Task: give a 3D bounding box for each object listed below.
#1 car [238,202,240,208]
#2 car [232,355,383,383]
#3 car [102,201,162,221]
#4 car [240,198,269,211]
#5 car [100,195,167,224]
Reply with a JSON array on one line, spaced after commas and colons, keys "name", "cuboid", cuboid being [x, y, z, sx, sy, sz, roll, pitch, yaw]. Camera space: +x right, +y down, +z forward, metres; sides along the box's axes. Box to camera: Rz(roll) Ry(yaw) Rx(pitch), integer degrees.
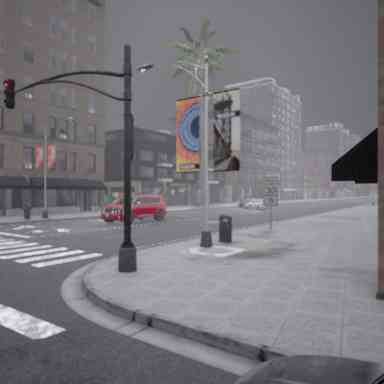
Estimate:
[{"name": "car", "cuboid": [8.468, 1.594, 48.508, 1.837, 1.490, 4.892, 0, 0, 36]}, {"name": "car", "cuboid": [2.026, 1.550, 1.402, 4.403, 1.369, 2.008, 0, 0, 35]}, {"name": "car", "cuboid": [-5.120, 1.585, 29.318, 2.033, 1.411, 5.357, 0, 0, 35]}, {"name": "car", "cuboid": [8.366, 1.605, 42.777, 1.812, 1.442, 4.674, 0, 0, 35]}, {"name": "car", "cuboid": [-4.204, 1.256, 24.975, 2.150, 2.045, 5.566, 0, 0, 35]}]
